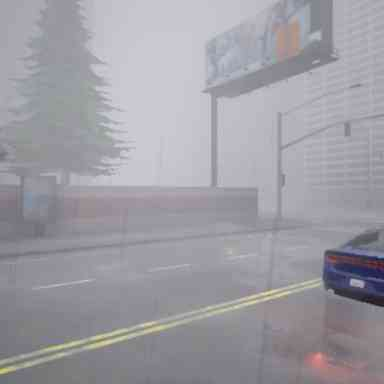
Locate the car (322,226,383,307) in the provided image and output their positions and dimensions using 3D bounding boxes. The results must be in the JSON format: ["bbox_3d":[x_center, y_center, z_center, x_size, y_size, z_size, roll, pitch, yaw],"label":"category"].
[{"bbox_3d":[4.958,1.466,7.333,5.008,1.535,1.882,0,0,-35],"label":"car"}]
